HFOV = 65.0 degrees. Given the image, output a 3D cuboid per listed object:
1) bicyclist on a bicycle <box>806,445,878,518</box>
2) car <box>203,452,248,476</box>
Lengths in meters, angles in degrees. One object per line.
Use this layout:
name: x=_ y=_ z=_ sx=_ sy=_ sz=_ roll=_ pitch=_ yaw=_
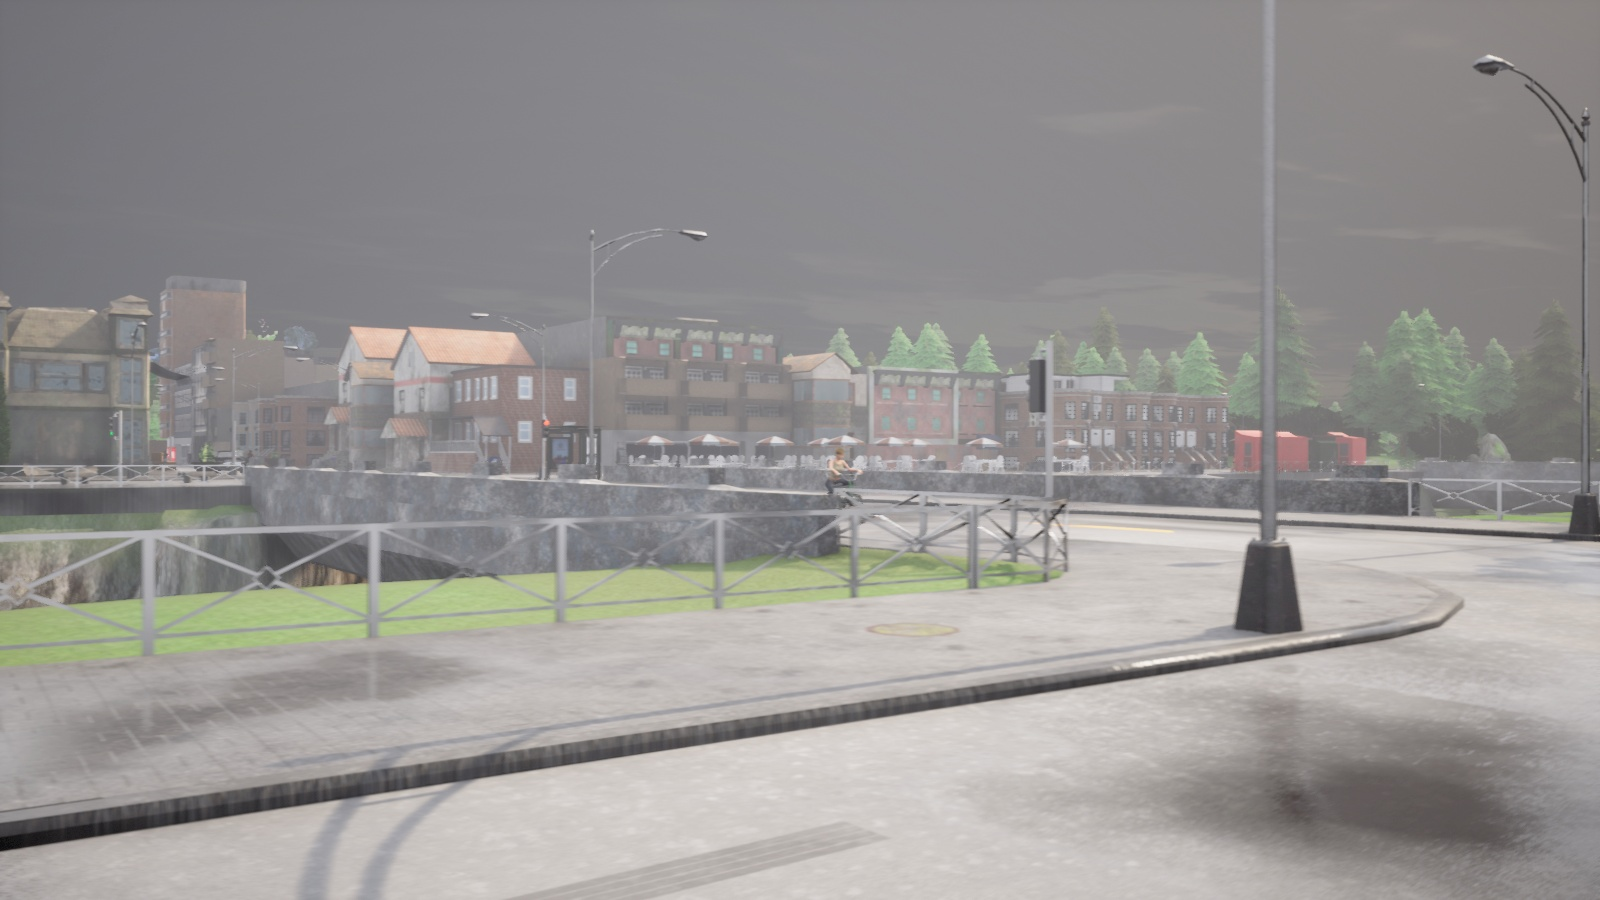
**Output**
bicyclist on a bicycle: x=0.961 y=0.747 z=28.977 sx=0.866 sy=1.612 sz=1.509 roll=0 pitch=-3 yaw=-35
car: x=-40.386 y=0.977 z=88.282 sx=2.033 sy=1.649 sz=4.856 roll=0 pitch=0 yaw=-35
